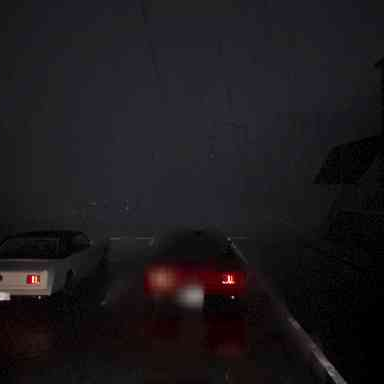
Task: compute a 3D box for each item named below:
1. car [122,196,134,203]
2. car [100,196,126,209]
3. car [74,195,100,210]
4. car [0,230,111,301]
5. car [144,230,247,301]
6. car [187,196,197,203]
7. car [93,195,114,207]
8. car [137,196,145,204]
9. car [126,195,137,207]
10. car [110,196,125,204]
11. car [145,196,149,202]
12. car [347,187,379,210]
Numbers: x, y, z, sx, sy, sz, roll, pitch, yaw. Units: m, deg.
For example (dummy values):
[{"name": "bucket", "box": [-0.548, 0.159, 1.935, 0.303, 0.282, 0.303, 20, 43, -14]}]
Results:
[{"name": "car", "box": [-14.048, 1.519, 73.004, 1.812, 1.442, 4.674, 0, 0, 0]}, {"name": "car", "box": [-10.625, 1.526, 44.926, 1.812, 1.442, 4.674, 0, 0, 0]}, {"name": "car", "box": [-14.128, 1.491, 44.147, 2.128, 1.511, 4.902, 0, 0, 0]}, {"name": "car", "box": [-3.428, 1.601, 8.241, 1.895, 1.301, 4.718, 0, 0, 0]}, {"name": "car", "box": [0.072, 1.601, 8.261, 1.895, 1.301, 4.718, 0, 0, 0]}, {"name": "car", "box": [0.053, 1.477, 69.712, 1.882, 1.535, 5.008, 0, 0, 0]}, {"name": "car", "box": [-14.122, 1.352, 53.200, 2.097, 1.767, 4.553, 0, 0, 1]}, {"name": "car", "box": [-10.589, 1.564, 62.580, 1.994, 1.385, 4.181, 0, 0, 1]}, {"name": "car", "box": [-10.626, 1.352, 52.650, 2.097, 1.767, 4.553, 0, 0, 0]}, {"name": "car", "box": [-14.092, 1.564, 63.081, 1.994, 1.385, 4.181, 0, 0, 0]}, {"name": "car", "box": [-10.548, 1.536, 72.973, 2.033, 1.411, 5.357, 0, 0, 0]}, {"name": "car", "box": [14.366, 0.769, 28.462, 4.553, 1.767, 2.097, -15, 0, -1]}]
